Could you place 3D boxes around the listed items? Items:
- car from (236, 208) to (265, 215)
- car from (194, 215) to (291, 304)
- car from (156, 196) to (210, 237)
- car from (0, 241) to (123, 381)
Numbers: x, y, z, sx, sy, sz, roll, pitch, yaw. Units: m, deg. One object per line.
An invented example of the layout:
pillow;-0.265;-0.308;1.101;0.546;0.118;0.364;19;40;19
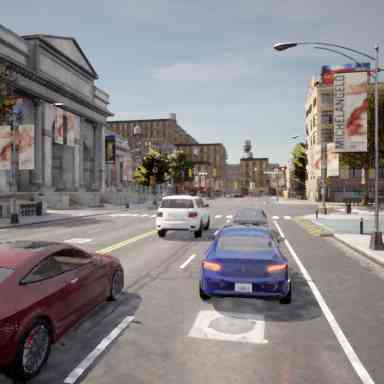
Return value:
car;3.077;1.547;17.515;2.033;1.411;5.357;0;0;11
car;1.307;1.526;8.152;1.812;1.442;4.674;0;0;10
car;-0.344;1.222;18.070;2.150;2.045;5.566;0;0;9
car;-2.617;1.525;5.419;1.812;1.442;4.674;0;0;7
